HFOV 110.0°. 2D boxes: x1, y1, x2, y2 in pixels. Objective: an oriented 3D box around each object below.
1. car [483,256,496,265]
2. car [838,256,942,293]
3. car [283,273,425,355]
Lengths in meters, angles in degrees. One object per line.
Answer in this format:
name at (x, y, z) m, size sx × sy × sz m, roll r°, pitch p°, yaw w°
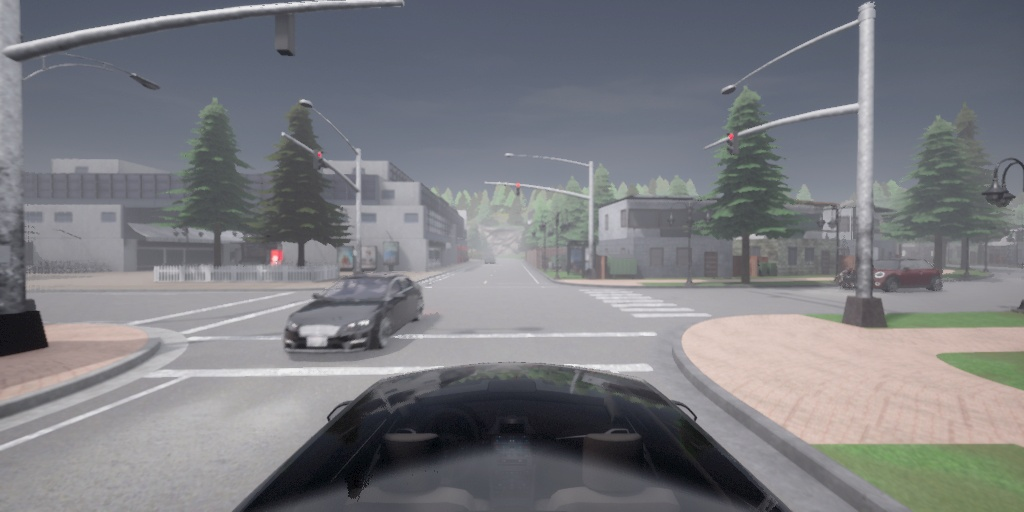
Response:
car at (-3.591, 0.711, 58.648) m, size 1.837 × 1.490 × 4.892 m, roll 0°, pitch 2°, yaw 0°
car at (19.635, 0.902, 18.711) m, size 4.553 × 1.767 × 2.097 m, roll 0°, pitch 1°, yaw -13°
car at (-3.525, 1.221, 8.916) m, size 2.128 × 1.511 × 4.902 m, roll 0°, pitch 1°, yaw 0°
